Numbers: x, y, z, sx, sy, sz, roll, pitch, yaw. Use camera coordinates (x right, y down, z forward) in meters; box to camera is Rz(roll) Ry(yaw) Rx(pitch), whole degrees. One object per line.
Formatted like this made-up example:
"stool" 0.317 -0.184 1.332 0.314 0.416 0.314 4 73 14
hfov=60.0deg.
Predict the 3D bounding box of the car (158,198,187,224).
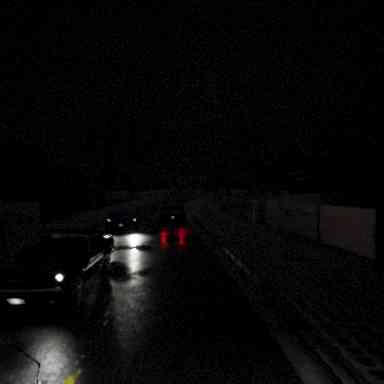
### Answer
"car" -1.410 1.441 24.323 2.128 1.511 4.902 0 1 -4

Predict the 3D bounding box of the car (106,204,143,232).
"car" -4.012 1.506 20.227 1.812 1.442 4.674 0 0 -5

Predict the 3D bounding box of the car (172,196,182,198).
"car" -1.970 1.241 43.686 2.033 1.411 5.357 0 1 0

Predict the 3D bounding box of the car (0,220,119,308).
"car" -3.198 1.607 8.035 1.895 1.301 4.718 0 0 -3
